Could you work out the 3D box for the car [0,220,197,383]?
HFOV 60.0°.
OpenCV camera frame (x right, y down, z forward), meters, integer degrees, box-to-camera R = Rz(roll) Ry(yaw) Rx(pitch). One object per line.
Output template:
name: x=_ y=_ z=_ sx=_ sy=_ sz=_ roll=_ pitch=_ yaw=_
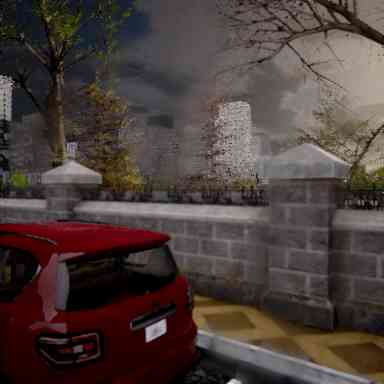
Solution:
car: x=-2.269 y=1.298 z=4.330 sx=5.009 sy=1.841 sz=2.192 roll=0 pitch=0 yaw=35
